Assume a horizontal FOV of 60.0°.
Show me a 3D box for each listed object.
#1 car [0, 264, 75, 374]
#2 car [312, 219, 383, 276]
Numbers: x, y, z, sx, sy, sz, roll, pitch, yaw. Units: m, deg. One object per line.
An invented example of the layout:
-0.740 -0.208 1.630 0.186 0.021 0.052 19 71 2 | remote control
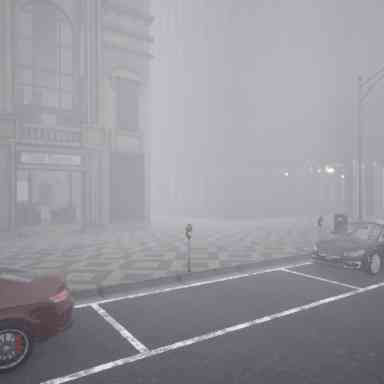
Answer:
-3.672 1.582 4.101 4.206 1.307 1.802 0 0 -34 | car
5.522 1.550 10.230 4.403 1.369 2.008 0 0 -34 | car
